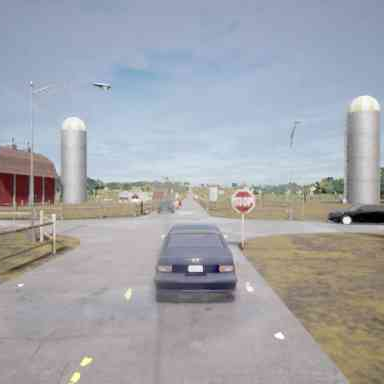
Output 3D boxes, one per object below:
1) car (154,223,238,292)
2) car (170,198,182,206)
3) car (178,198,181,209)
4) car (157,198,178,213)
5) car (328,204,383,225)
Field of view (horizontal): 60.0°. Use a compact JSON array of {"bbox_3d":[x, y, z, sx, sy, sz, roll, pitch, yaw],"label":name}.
[{"bbox_3d":[0.070,1.558,9.043,2.033,1.411,5.357,0,0,0],"label":"car"},{"bbox_3d":[-2.999,1.867,62.963,1.882,1.535,5.008,0,-1,0],"label":"car"},{"bbox_3d":[-2.985,1.592,48.416,2.097,1.767,4.553,0,-1,0],"label":"car"},{"bbox_3d":[-2.963,1.676,38.715,1.837,1.490,4.892,0,0,0],"label":"car"},{"bbox_3d":[12.662,1.608,24.528,5.008,1.535,1.882,0,1,1],"label":"car"}]
